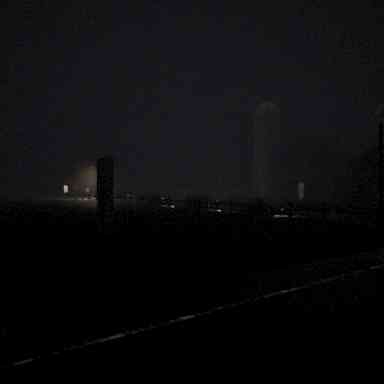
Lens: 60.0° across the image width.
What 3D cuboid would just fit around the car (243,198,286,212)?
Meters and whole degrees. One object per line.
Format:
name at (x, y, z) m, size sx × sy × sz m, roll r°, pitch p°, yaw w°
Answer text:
car at (6.974, 1.320, 32.573) m, size 1.812 × 1.442 × 4.674 m, roll -1°, pitch 1°, yaw -35°

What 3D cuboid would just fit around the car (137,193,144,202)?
car at (-7.835, 0.843, 58.048) m, size 2.097 × 1.767 × 4.553 m, roll -1°, pitch 1°, yaw -35°

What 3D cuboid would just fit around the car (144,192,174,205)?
car at (-4.565, 0.960, 48.594) m, size 2.097 × 1.767 × 4.553 m, roll -1°, pitch 1°, yaw -36°

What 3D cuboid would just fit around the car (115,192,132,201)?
car at (-13.613, 0.746, 65.995) m, size 2.097 × 1.767 × 4.553 m, roll -1°, pitch 1°, yaw -36°

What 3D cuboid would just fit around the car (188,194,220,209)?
car at (1.317, 1.056, 40.416) m, size 2.097 × 1.767 × 4.553 m, roll -1°, pitch 1°, yaw -36°
